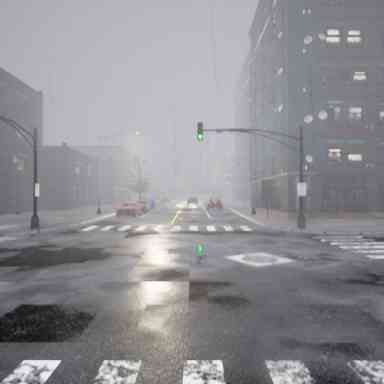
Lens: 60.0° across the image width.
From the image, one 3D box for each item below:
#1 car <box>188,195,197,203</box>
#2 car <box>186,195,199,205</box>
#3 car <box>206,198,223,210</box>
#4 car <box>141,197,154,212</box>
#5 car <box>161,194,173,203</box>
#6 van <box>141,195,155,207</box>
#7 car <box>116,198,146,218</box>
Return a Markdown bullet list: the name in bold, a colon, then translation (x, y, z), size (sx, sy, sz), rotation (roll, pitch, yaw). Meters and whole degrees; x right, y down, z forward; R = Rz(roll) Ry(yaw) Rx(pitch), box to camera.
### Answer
- **car**: translation (0.134, 1.431, 68.465), size (1.882, 1.535, 5.008), rotation (0, 0, 0)
- **car**: translation (0.114, 1.464, 58.041), size (1.837, 1.490, 4.892), rotation (0, 0, 0)
- **car**: translation (2.788, 1.410, 41.795), size (1.967, 1.590, 4.097), rotation (1, 0, 0)
- **car**: translation (-5.606, 1.519, 36.064), size (1.887, 1.381, 4.507), rotation (1, 0, 0)
- **car**: translation (-5.540, 1.534, 70.184), size (1.802, 1.307, 4.206), rotation (1, 0, 0)
- **van**: translation (-5.590, 1.312, 41.751), size (1.690, 1.788, 3.998), rotation (1, 0, 0)
- **car**: translation (-5.693, 1.523, 30.382), size (1.887, 1.381, 4.507), rotation (1, 0, 0)
